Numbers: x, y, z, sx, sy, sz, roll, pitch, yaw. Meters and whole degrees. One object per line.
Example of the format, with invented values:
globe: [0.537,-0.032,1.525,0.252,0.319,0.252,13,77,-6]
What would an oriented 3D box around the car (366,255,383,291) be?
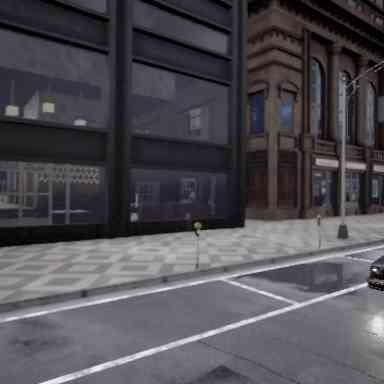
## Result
car: [6.303,1.568,7.875,5.357,1.411,2.033,0,0,-35]
